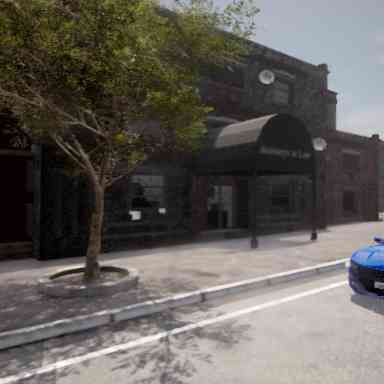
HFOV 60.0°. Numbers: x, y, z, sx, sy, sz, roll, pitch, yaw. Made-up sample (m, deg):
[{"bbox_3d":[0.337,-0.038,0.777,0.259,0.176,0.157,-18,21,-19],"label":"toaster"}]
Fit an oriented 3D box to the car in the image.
[{"bbox_3d":[5.577,1.479,7.657,5.008,1.535,1.882,0,0,-35],"label":"car"}]
